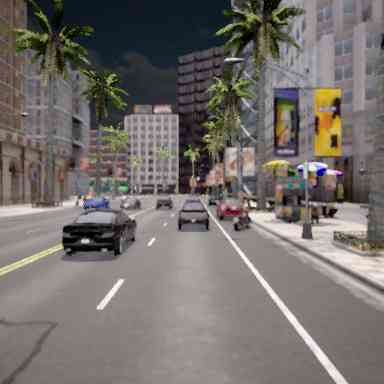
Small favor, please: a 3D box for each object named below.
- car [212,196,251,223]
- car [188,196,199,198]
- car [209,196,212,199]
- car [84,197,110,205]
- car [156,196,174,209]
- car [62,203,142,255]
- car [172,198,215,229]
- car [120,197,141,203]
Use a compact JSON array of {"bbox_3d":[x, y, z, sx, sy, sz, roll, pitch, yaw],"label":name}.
[{"bbox_3d":[3.082,1.218,26.515,2.185,1.767,4.553,0,0,0],"label":"car"},{"bbox_3d":[0.201,1.297,40.357,1.837,1.490,4.892,0,0,1],"label":"car"},{"bbox_3d":[3.377,1.264,48.445,2.161,1.482,4.786,0,0,0],"label":"car"},{"bbox_3d":[-10.538,1.287,37.100,1.882,1.535,5.008,0,0,1],"label":"car"},{"bbox_3d":[-3.292,1.293,41.062,1.837,1.490,4.892,0,0,1],"label":"car"},{"bbox_3d":[-3.408,1.410,13.086,1.882,1.535,5.008,0,0,0],"label":"car"},{"bbox_3d":[0.087,1.385,20.810,2.128,1.511,4.902,0,0,0],"label":"car"},{"bbox_3d":[-7.025,1.296,38.307,2.128,1.511,4.902,0,0,1],"label":"car"}]
